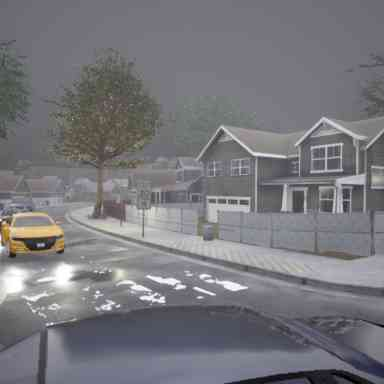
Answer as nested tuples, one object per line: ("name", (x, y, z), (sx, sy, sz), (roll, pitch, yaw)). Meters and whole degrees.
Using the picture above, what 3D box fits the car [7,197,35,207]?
("car", (-17.194, 1.550, 33.663), (2.150, 2.045, 5.566), (1, 0, -22))

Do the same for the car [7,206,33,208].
("car", (-11.871, 1.819, 22.361), (1.895, 1.301, 4.718), (1, -1, -28))

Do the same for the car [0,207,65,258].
("car", (-6.667, 1.611, 13.755), (1.882, 1.535, 5.008), (1, -1, -33))

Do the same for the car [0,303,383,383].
("car", (-0.337, 1.552, 1.971), (5.357, 1.411, 2.033), (1, 0, -23))
